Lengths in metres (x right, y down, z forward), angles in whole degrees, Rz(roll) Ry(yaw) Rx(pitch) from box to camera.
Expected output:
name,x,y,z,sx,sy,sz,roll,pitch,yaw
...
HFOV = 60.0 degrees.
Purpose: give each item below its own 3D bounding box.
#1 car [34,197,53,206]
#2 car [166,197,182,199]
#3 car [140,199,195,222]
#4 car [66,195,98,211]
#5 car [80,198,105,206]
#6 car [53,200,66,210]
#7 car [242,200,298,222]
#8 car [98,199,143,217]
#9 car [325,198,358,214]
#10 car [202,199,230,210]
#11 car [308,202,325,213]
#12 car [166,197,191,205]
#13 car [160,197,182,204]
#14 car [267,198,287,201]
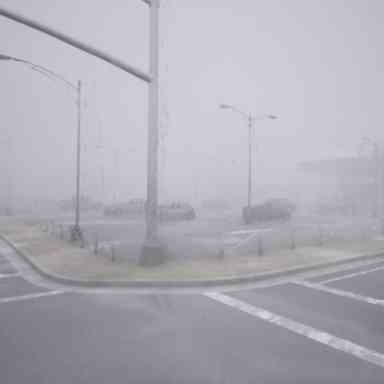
name,x,y,z,sx,sy,sz,roll,pitch,yaw
car,-25.901,1.657,58.805,3.633,1.501,1.845,1,-1,-36
car,-2.213,1.851,57.370,3.633,1.501,1.845,1,-1,-36
car,-1.689,1.535,26.083,3.806,1.475,1.970,1,-1,-36
car,-13.149,1.370,41.506,3.866,1.878,1.905,1,-1,-36
car,-18.135,1.767,60.708,3.806,1.475,1.970,1,-1,-36
car,-15.178,1.384,43.627,4.605,1.855,1.932,1,-1,-36
car,6.172,1.695,27.215,4.514,1.523,2.007,1,-1,-36
car,-5.692,1.450,31.109,5.027,1.636,2.152,1,-1,-36
car,18.571,1.710,40.607,3.866,1.878,1.905,1,-1,-36
car,3.577,1.832,49.226,4.514,1.523,2.007,1,-1,-36
car,17.126,2.001,43.662,3.806,1.475,1.970,1,-1,-36
car,-2.883,1.961,71.468,5.027,1.636,2.152,1,-1,-36
car,-4.754,1.968,73.987,4.514,1.523,2.007,1,-1,-36
car,10.262,1.625,38.691,4.605,1.855,1.932,1,-1,-36
